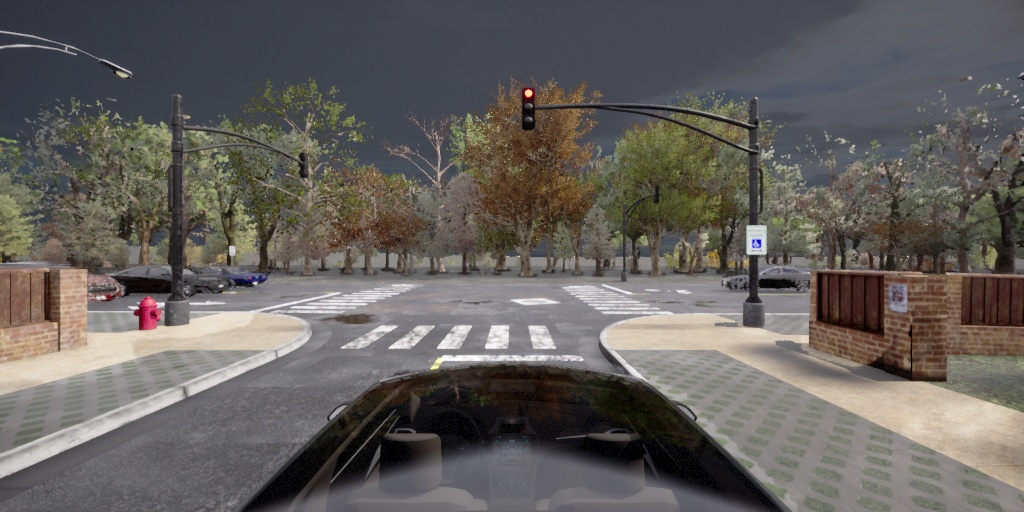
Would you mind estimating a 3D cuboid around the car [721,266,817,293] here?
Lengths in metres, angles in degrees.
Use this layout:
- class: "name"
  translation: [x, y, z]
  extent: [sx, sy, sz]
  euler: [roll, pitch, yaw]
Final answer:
- class: "car"
  translation: [14.823, 1.302, 20.799]
  extent: [4.902, 1.511, 2.128]
  euler: [0, 0, 0]

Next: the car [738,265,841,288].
- class: "car"
  translation: [18.471, 1.374, 24.054]
  extent: [5.357, 1.411, 2.033]
  euler: [0, 0, 0]

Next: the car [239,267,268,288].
- class: "car"
  translation: [-17.148, 1.293, 20.847]
  extent: [4.718, 1.301, 1.895]
  euler: [0, 0, -1]

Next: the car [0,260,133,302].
- class: "car"
  translation: [-18.345, 1.031, 14.047]
  extent: [4.553, 1.767, 2.097]
  euler: [0, 0, 0]

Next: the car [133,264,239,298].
- class: "car"
  translation: [-16.537, 1.168, 17.299]
  extent: [5.008, 1.535, 1.882]
  euler: [0, 0, 0]
